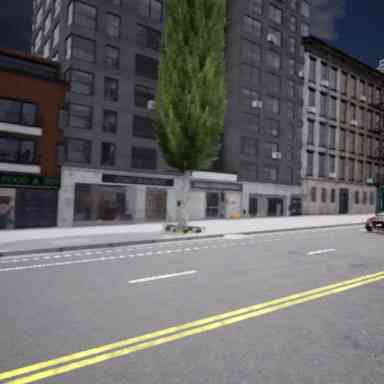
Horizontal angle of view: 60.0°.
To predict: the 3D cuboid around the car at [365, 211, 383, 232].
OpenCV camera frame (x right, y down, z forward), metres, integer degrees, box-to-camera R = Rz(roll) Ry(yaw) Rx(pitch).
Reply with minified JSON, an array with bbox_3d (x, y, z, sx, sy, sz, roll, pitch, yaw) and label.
[{"bbox_3d":[12.559,1.793,20.613,4.181,1.385,1.994,1,0,-35],"label":"car"}]
